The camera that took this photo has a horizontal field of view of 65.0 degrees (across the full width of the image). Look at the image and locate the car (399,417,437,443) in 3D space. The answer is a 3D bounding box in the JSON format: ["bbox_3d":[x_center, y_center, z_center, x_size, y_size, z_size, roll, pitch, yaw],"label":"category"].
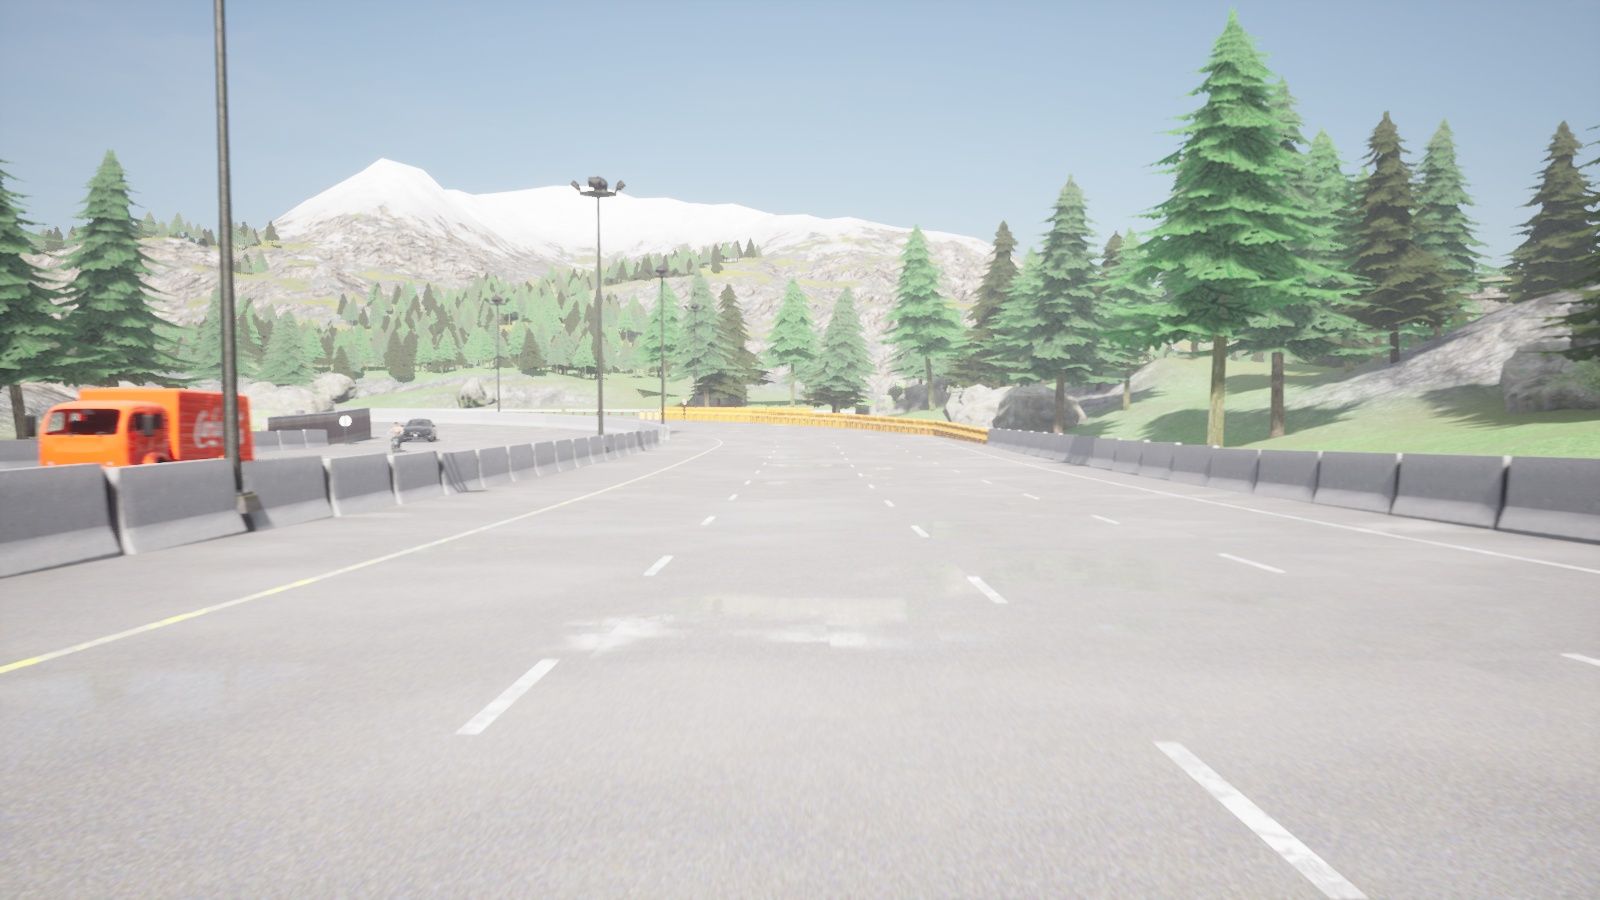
[{"bbox_3d":[-24.581,-1.303,80.946,1.837,1.490,4.892,0,3,-11],"label":"car"}]

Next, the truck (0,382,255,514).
[{"bbox_3d":[-13.836,-0.074,26.221,2.627,2.467,5.204,0,1,0],"label":"truck"}]
